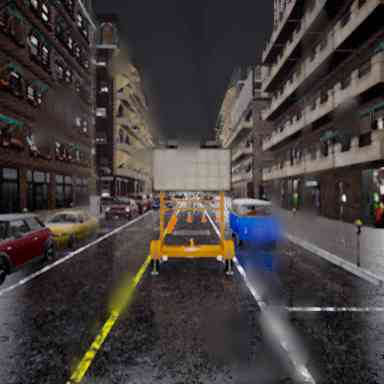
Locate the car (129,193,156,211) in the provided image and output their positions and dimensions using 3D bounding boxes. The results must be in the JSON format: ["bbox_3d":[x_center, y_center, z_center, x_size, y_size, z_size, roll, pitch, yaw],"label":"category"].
[{"bbox_3d":[-5.327,1.023,36.594,2.192,1.841,5.009,1,0,0],"label":"car"}]

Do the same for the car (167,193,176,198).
[{"bbox_3d":[-5.359,0.868,86.535,1.947,1.339,4.313,1,0,0],"label":"car"}]

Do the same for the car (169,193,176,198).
[{"bbox_3d":[-5.363,0.839,92.084,1.802,1.307,4.206,1,0,0],"label":"car"}]

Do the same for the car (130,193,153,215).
[{"bbox_3d":[-5.324,1.067,31.045,2.192,1.841,5.009,1,0,0],"label":"car"}]

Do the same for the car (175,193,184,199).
[{"bbox_3d":[-2.796,0.881,74.598,1.994,1.385,4.181,0,0,0],"label":"car"}]

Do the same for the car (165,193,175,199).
[{"bbox_3d":[-5.356,0.898,80.986,2.008,1.369,4.403,1,0,0],"label":"car"}]

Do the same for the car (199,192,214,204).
[{"bbox_3d":[2.542,1.014,53.266,1.967,1.590,4.097,1,0,0],"label":"car"}]

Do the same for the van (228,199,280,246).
[{"bbox_3d":[2.566,1.226,14.423,1.690,1.788,3.998,1,0,0],"label":"van"}]

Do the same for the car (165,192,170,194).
[{"bbox_3d":[-5.342,1.056,58.621,1.752,1.417,4.829,1,0,0],"label":"car"}]

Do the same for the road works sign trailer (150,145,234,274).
[{"bbox_3d":[0.000,0.383,10.217,2.380,3.560,2.880,0,0,0],"label":"road works sign trailer"}]

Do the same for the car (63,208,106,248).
[{"bbox_3d":[-5.316,1.412,14.230,1.752,1.417,4.829,1,0,0],"label":"car"}]

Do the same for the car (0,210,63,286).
[{"bbox_3d":[-5.312,1.369,8.851,1.967,1.590,4.097,1,0,0],"label":"car"}]

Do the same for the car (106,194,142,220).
[{"bbox_3d":[-5.322,1.237,25.497,1.967,1.590,4.097,1,0,0],"label":"car"}]

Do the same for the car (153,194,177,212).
[{"bbox_3d":[-2.871,1.251,34.320,1.812,1.442,4.674,0,0,0],"label":"car"}]

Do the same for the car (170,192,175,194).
[{"bbox_3d":[-5.346,0.753,69.886,2.192,1.841,5.009,1,0,0],"label":"car"}]

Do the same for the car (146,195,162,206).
[{"bbox_3d":[-5.337,1.201,47.693,1.802,1.307,4.206,1,0,0],"label":"car"}]
